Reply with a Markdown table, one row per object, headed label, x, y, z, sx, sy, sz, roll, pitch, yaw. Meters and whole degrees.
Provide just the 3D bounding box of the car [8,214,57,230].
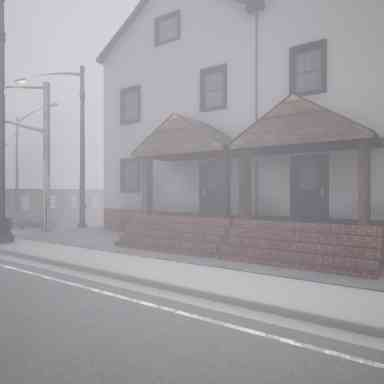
| label | x | y | z | sx | sy | sz | roll | pitch | yaw |
| --- | --- | --- | --- | --- | --- | --- | --- | --- | --- |
| car | -14.101 | 2.655 | 29.350 | 1.994 | 1.385 | 4.181 | 0 | -9 | 36 |
